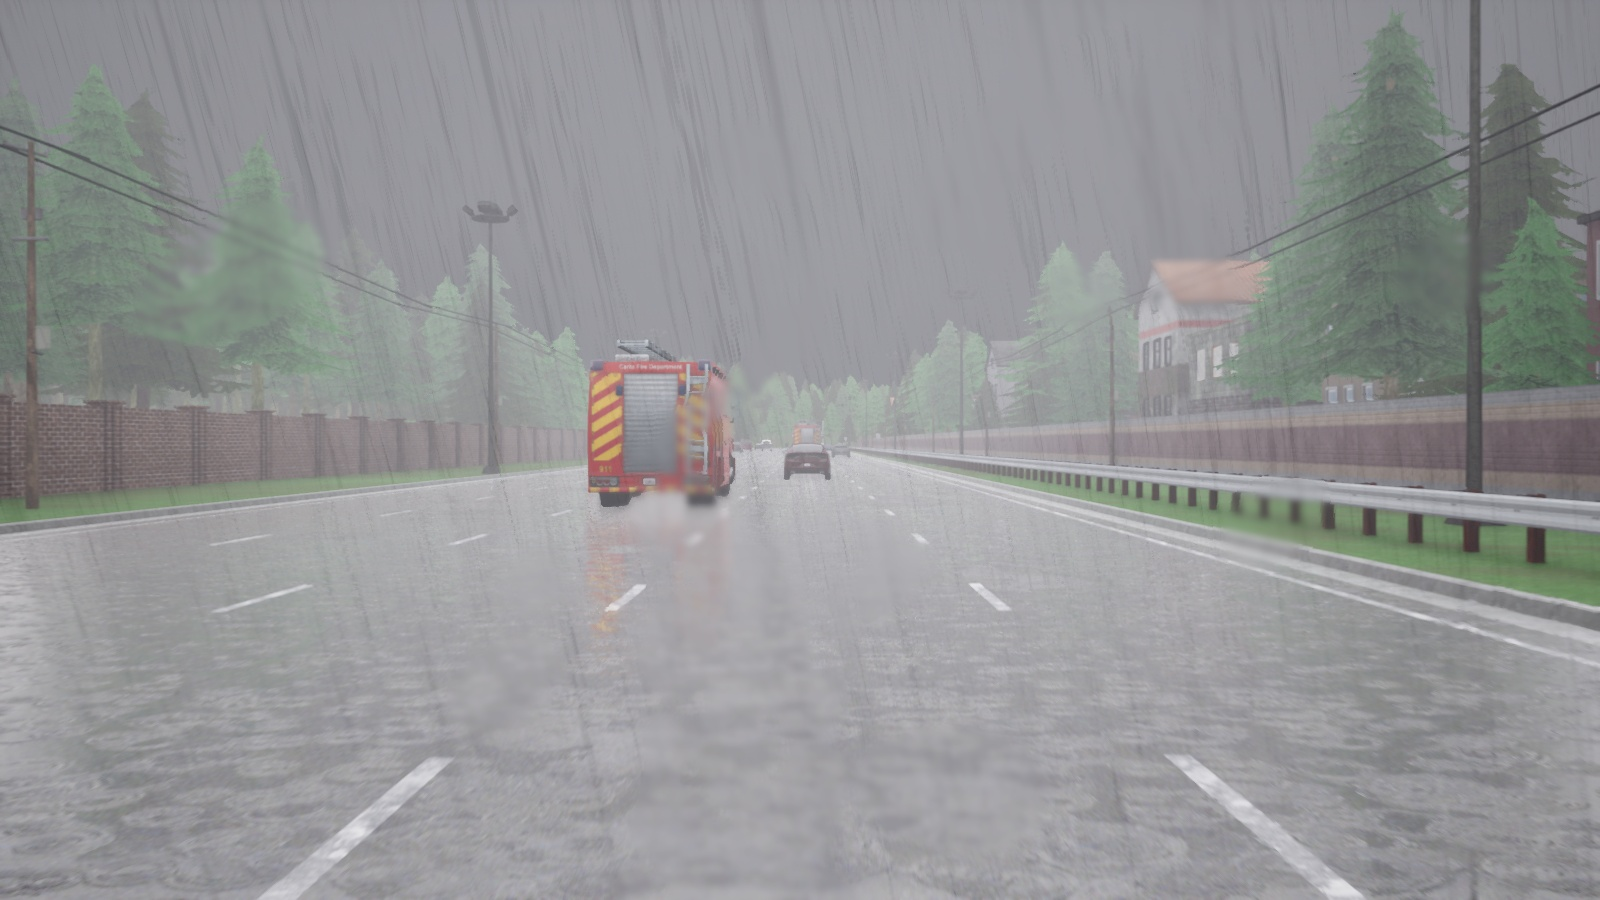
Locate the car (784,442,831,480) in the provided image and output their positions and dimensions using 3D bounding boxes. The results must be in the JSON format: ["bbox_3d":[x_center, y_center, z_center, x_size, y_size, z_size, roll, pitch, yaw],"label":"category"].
[{"bbox_3d":[0.310,0.427,52.774,1.882,1.535,5.008,0,0,0],"label":"car"}]

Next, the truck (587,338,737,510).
[{"bbox_3d":[-3.303,-0.603,32.317,2.891,3.827,8.468,0,0,0],"label":"truck"}]
